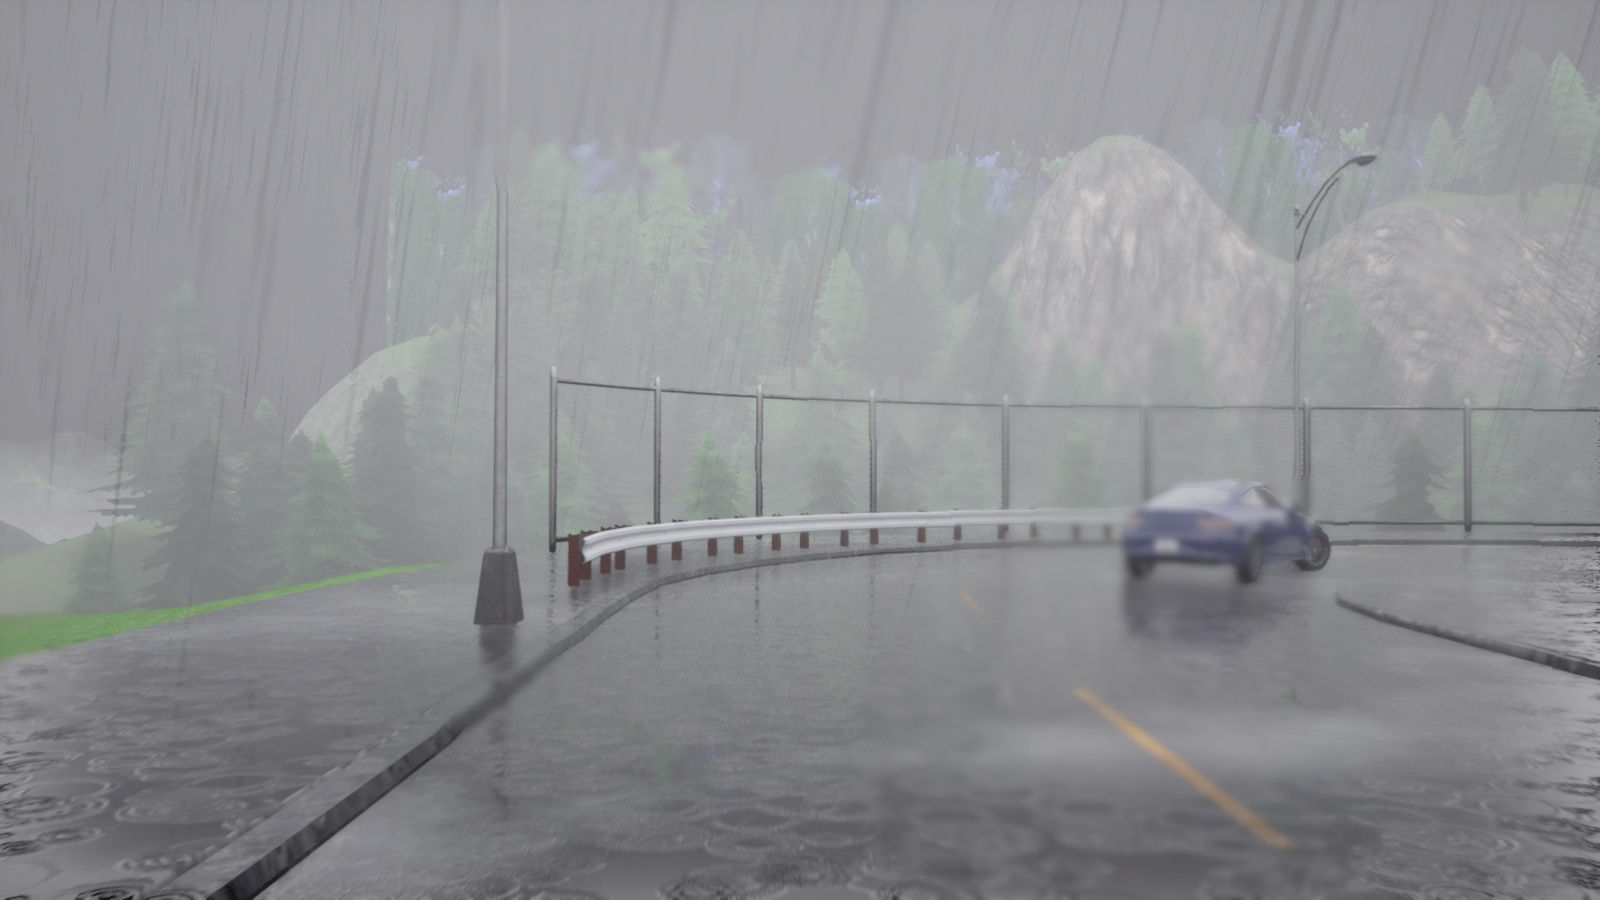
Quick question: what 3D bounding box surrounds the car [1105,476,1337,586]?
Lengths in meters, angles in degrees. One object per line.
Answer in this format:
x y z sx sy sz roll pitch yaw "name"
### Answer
6.535 1.136 19.164 1.812 1.442 4.674 -1 -2 39 "car"
